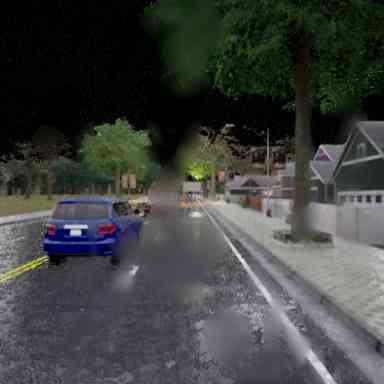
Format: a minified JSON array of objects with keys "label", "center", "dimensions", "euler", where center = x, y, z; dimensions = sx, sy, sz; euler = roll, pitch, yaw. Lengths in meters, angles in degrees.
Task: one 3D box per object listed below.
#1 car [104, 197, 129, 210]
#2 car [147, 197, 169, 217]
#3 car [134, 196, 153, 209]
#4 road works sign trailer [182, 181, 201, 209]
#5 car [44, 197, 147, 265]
[{"label":"car","center":[-9.850,1.464,43.669],"dimensions":[2.033,1.411,5.357],"euler":[0,0,0]},{"label":"car","center":[-3.159,1.411,30.164],"dimensions":[1.882,1.535,5.008],"euler":[0,0,0]},{"label":"car","center":[-6.599,1.392,45.426],"dimensions":[1.882,1.535,5.008],"euler":[0,0,0]},{"label":"road works sign trailer","center":[-0.011,0.382,42.048],"dimensions":[2.380,3.560,2.880],"euler":[0,0,0]},{"label":"car","center":[-3.154,1.190,11.702],"dimensions":[2.150,2.045,5.566],"euler":[0,0,0]}]
